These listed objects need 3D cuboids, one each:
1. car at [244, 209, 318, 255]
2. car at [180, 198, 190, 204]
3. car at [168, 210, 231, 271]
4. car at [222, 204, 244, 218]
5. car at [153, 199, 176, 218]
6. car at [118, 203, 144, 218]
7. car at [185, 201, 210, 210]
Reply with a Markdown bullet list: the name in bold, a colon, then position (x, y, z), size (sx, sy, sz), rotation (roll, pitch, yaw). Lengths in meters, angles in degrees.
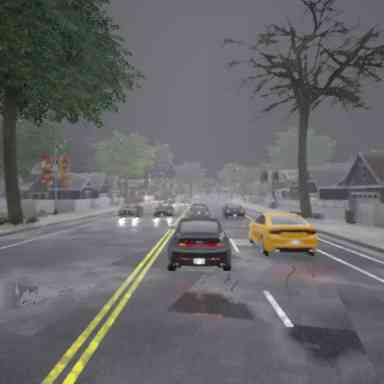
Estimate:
- **car**: position (3.554, 1.577, 13.746), size (1.882, 1.535, 5.008), rotation (0, 0, 1)
- **car**: position (-1.519, 1.958, 74.351), size (1.994, 1.385, 4.181), rotation (0, 0, 3)
- **car**: position (0.250, 1.588, 11.258), size (1.837, 1.490, 4.892), rotation (0, 0, 1)
- **car**: position (3.940, 1.820, 32.309), size (1.895, 1.301, 4.718), rotation (0, 0, 1)
- **car**: position (-2.733, 1.770, 33.505), size (2.033, 1.411, 5.357), rotation (0, 0, 1)
- **car**: position (-5.993, 1.781, 32.964), size (1.994, 1.385, 4.181), rotation (0, 0, 1)
- **car**: position (0.620, 1.745, 29.077), size (2.033, 1.411, 5.357), rotation (0, 0, 1)
